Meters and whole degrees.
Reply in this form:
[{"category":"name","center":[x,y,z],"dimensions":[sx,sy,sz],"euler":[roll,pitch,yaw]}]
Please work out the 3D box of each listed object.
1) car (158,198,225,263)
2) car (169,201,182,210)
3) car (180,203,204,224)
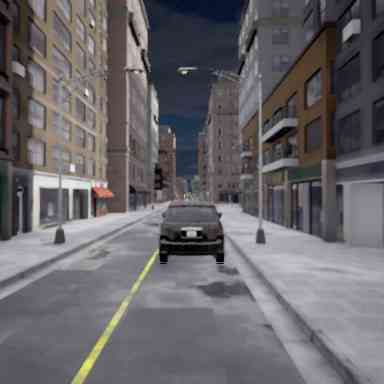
[{"category":"car","center":[0.002,1.351,12.582],"dimensions":[2.150,2.045,5.566],"euler":[0,0,0]},{"category":"car","center":[-2.798,2.202,55.809],"dimensions":[1.895,1.301,4.718],"euler":[0,-1,0]},{"category":"car","center":[0.005,1.798,28.509],"dimensions":[1.837,1.490,4.892],"euler":[0,0,0]}]
